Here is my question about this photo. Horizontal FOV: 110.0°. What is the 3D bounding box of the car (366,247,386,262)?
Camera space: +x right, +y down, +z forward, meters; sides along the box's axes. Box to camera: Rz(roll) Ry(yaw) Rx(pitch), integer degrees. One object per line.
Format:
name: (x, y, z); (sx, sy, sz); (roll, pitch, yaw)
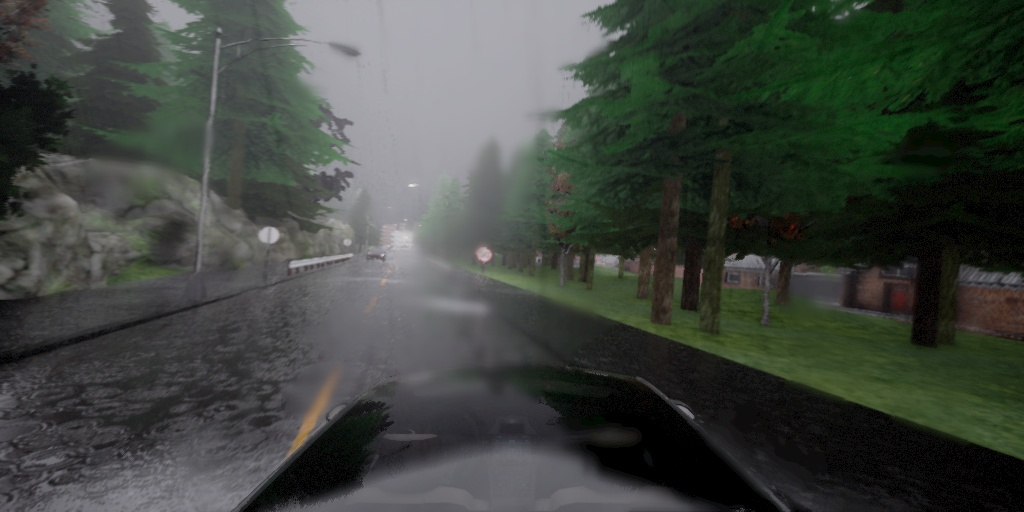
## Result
car: (-16.946, -0.276, 45.011); (2.097, 1.767, 4.553); (5, 0, -17)
